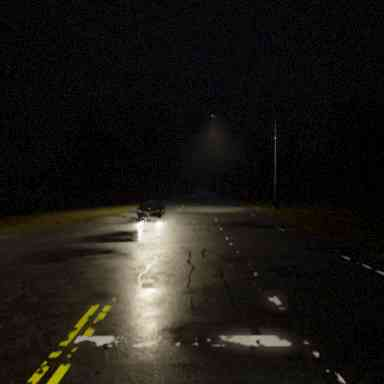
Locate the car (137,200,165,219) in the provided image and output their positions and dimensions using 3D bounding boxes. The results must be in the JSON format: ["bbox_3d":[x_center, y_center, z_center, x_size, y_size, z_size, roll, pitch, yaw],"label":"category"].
[{"bbox_3d":[-3.331,1.395,27.874,1.812,1.442,4.674,0,2,1],"label":"car"}]
